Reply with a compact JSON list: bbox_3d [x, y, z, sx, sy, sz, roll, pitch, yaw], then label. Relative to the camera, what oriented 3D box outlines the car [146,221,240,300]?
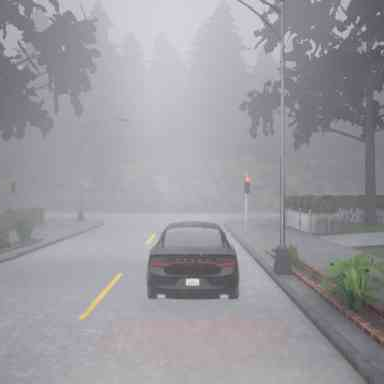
[{"bbox_3d":[0.040,1.478,8.481,1.882,1.535,5.008,0,0,1],"label":"car"}]
